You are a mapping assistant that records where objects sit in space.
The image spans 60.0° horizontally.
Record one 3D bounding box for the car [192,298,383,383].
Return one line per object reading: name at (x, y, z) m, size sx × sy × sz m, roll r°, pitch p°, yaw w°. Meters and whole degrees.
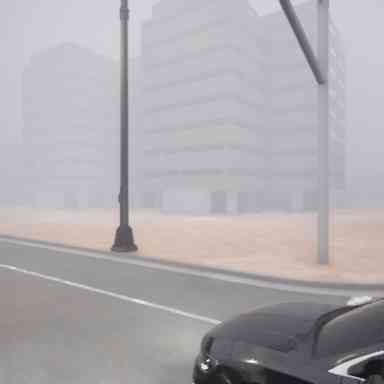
car at (2.259, 1.505, 2.380) m, size 4.892 × 1.490 × 1.837 m, roll 0°, pitch 0°, yaw 36°
